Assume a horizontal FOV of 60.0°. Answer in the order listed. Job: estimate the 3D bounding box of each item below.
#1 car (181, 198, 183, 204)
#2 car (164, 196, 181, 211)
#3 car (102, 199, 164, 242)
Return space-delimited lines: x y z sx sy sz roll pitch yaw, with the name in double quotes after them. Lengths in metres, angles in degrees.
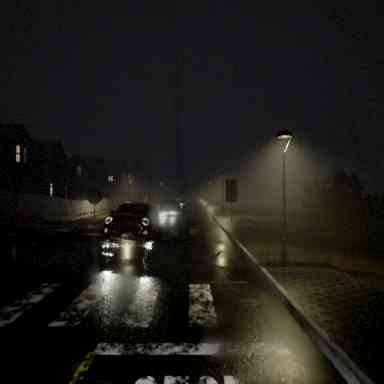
-2.849 1.544 66.425 1.812 1.442 4.674 0 1 0 "car"
-2.810 1.496 40.277 2.128 1.511 4.902 0 0 0 "car"
-2.740 1.276 15.913 2.097 1.767 4.553 3 -2 0 "car"
